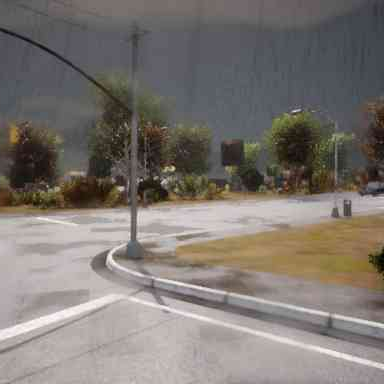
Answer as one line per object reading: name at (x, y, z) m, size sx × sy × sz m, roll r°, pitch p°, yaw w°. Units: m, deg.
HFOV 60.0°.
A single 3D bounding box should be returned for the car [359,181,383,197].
car at (25.049, -0.410, 44.808) m, size 5.566 × 2.045 × 2.150 m, roll -3°, pitch 2°, yaw -25°
